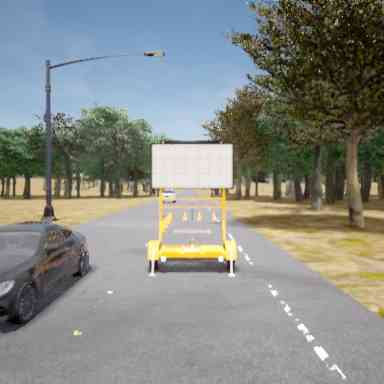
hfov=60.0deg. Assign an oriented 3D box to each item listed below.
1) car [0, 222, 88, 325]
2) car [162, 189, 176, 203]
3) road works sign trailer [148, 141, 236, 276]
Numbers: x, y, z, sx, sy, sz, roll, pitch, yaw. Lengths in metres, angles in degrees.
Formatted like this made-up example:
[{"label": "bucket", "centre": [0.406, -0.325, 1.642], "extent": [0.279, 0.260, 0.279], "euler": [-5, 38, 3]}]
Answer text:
[{"label": "car", "centre": [-3.599, 1.416, 7.021], "extent": [1.812, 1.442, 4.674], "euler": [0, 1, 0]}, {"label": "car", "centre": [-3.581, 0.591, 49.186], "extent": [2.150, 2.045, 5.566], "euler": [0, 1, 0]}, {"label": "road works sign trailer", "centre": [0.009, 0.314, 9.762], "extent": [2.380, 3.560, 2.880], "euler": [0, 1, 0]}]
